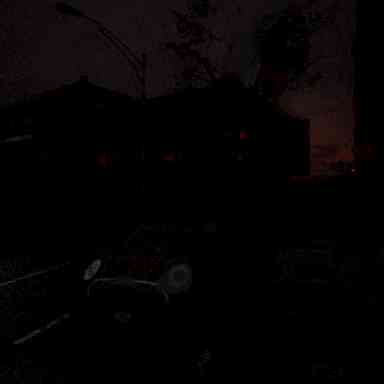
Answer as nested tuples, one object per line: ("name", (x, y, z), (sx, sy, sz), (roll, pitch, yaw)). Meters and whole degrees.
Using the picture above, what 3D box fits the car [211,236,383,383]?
("car", (1.953, 1.489, 5.547), (2.231, 1.521, 4.892), (0, -1, 15))

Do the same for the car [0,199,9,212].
("car", (-33.425, 2.186, 54.667), (5.566, 2.045, 2.435), (1, -1, 15))

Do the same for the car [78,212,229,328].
("car", (-0.451, 1.365, 7.300), (2.185, 1.767, 4.553), (1, -1, 16))

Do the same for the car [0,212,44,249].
("car", (-7.688, 1.525, 12.395), (2.163, 1.488, 4.792), (1, -1, 15))
